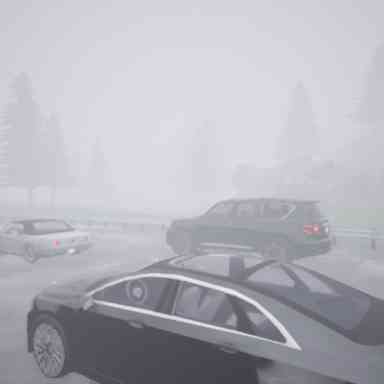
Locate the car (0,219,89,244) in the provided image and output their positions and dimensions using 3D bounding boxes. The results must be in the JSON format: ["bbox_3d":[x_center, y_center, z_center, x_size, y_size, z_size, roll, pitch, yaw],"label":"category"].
[{"bbox_3d":[-5.773,1.620,11.917,4.718,1.301,1.895,0,0,32],"label":"car"}]

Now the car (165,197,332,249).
[{"bbox_3d":[1.708,1.205,11.217,5.566,2.045,2.150,0,0,34],"label":"car"}]

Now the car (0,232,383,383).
[{"bbox_3d":[0.001,1.488,3.881,4.902,1.511,2.128,0,0,35],"label":"car"}]
